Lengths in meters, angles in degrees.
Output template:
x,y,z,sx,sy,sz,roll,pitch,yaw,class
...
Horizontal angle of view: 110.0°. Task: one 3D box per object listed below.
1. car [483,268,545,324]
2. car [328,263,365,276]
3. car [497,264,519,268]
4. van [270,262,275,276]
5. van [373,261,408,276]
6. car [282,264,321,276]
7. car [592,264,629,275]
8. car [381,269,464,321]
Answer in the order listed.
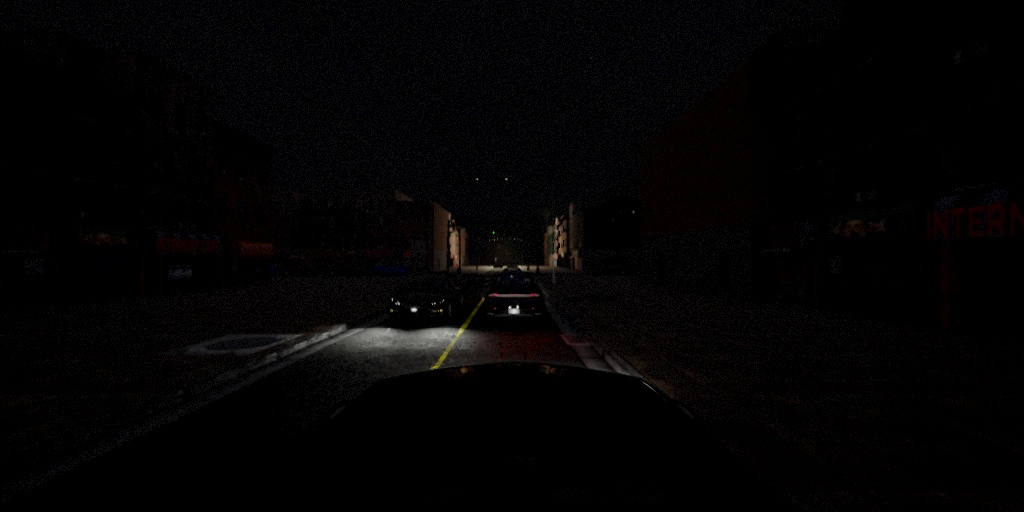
x,y,z,sx,sy,sz,roll,pitch,yaw,class
0.060,1.328,12.319,2.128,1.511,4.902,0,0,0,car
-20.333,1.630,43.977,4.097,1.591,1.967,0,0,0,car
0.016,1.555,29.227,1.994,1.385,4.181,0,-1,0,car
-31.284,1.564,43.893,3.998,1.789,1.690,0,0,0,van
-14.858,1.516,44.019,3.998,1.789,1.690,0,0,0,van
-25.809,1.646,43.935,4.097,1.591,1.967,0,0,0,car
12.143,1.659,44.225,4.403,1.370,2.007,0,0,0,car
-2.876,1.345,12.939,1.837,1.490,4.892,0,0,0,car
